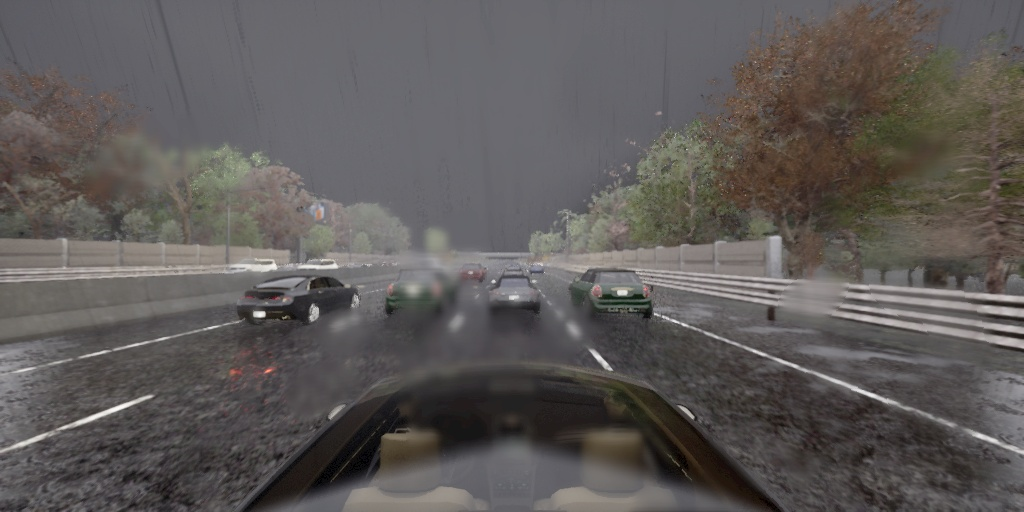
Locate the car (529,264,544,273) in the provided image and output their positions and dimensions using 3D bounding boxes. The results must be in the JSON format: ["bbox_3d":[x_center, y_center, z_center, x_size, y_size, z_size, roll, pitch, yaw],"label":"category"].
[{"bbox_3d":[3.516,1.878,52.237,1.994,1.385,4.181,0,-1,0],"label":"car"}]

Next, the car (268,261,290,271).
[{"bbox_3d":[-24.572,1.678,40.482,2.128,1.511,4.902,0,-1,0],"label":"car"}]

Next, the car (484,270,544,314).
[{"bbox_3d":[0.104,1.456,14.553,1.994,1.385,4.181,0,-1,0],"label":"car"}]

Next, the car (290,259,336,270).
[{"bbox_3d":[-21.080,1.388,38.944,2.150,2.045,5.566,0,0,0],"label":"car"}]

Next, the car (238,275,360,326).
[{"bbox_3d":[-6.898,1.371,12.236,1.837,1.490,4.892,0,-1,0],"label":"car"}]

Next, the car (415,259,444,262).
[{"bbox_3d":[-6.891,1.304,31.435,2.150,2.045,5.566,0,-1,0],"label":"car"}]

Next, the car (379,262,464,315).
[{"bbox_3d":[-3.393,1.242,14.428,2.097,1.767,4.553,0,-1,0],"label":"car"}]

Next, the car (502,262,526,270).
[{"bbox_3d":[0.113,1.582,32.177,2.128,1.511,4.902,0,-1,0],"label":"car"}]

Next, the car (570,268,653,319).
[{"bbox_3d":[3.510,1.224,13.541,2.097,1.767,4.553,0,-1,0],"label":"car"}]

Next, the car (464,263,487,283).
[{"bbox_3d":[-3.392,1.440,31.935,2.097,1.767,4.553,0,-1,0],"label":"car"}]

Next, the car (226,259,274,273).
[{"bbox_3d":[-28.076,1.391,38.960,2.150,2.045,5.566,0,-1,0],"label":"car"}]

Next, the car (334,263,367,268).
[{"bbox_3d":[-17.576,1.688,40.261,1.837,1.490,4.892,0,-1,0],"label":"car"}]
